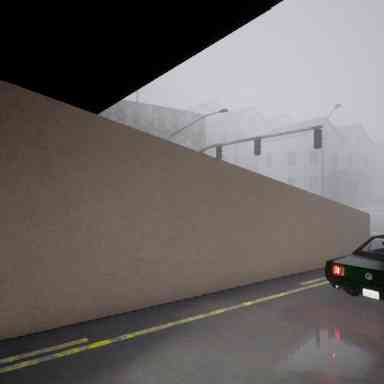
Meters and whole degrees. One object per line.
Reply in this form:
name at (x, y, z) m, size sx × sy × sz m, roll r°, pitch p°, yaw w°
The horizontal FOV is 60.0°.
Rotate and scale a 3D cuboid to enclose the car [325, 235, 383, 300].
car at (5.133, 1.601, 7.437) m, size 4.718 × 1.301 × 1.895 m, roll 0°, pitch 0°, yaw -35°
